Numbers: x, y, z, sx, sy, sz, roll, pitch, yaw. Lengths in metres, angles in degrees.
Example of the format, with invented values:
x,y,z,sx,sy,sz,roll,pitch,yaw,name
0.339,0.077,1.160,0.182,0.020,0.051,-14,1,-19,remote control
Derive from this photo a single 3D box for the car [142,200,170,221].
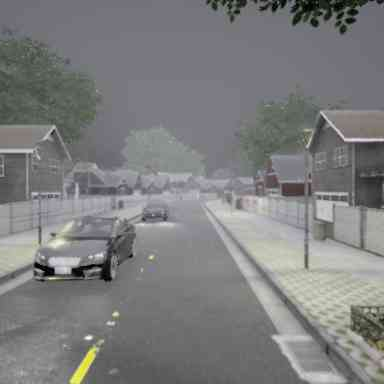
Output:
x,y,z,sx,sy,sz,roll,pitch,yaw,name
-2.756,1.418,26.143,1.837,1.490,4.892,0,0,0,car

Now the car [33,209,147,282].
x,y,z,sx,sy,sz,roll,pitch,yaw,name
-2.815,1.458,9.751,2.128,1.511,4.902,0,0,0,car
